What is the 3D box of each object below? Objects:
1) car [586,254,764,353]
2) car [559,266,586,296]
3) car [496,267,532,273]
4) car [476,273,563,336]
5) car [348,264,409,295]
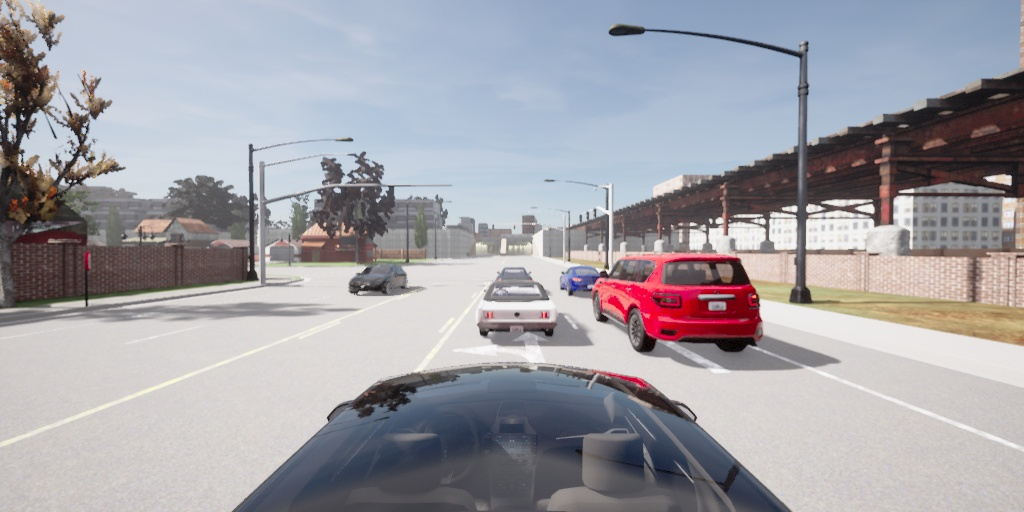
[{"bbox_3d":[3.610,0.964,9.005,2.150,2.045,5.566,0,0,0],"label":"car"},{"bbox_3d":[3.620,1.229,18.706,1.812,1.442,4.674,0,0,0],"label":"car"},{"bbox_3d":[0.118,1.262,19.010,1.994,1.385,4.181,0,0,0],"label":"car"},{"bbox_3d":[0.109,1.339,10.258,1.895,1.301,4.718,0,0,0],"label":"car"},{"bbox_3d":[-7.018,1.201,19.301,1.837,1.490,4.892,0,0,1],"label":"car"}]
